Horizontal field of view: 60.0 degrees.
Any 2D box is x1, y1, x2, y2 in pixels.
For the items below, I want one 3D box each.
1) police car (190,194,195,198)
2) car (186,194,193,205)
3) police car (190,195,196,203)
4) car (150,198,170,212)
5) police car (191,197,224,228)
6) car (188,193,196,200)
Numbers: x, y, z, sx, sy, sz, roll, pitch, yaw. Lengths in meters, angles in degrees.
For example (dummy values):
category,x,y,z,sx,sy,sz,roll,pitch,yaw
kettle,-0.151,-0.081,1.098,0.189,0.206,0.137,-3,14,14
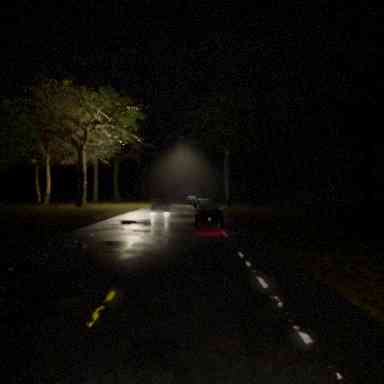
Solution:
category,x,y,z,sx,sy,sz,roll,pitch,yaw
police car,1.045,1.398,38.347,1.930,1.638,5.238,0,0,0
car,-0.008,1.374,56.325,2.128,1.511,4.902,0,0,0
police car,1.046,1.406,32.348,1.930,1.638,5.238,0,0,0
car,-3.598,1.479,38.100,1.837,1.490,4.892,0,0,0
police car,1.047,1.412,22.348,1.930,1.638,5.238,0,0,0
car,-0.012,1.084,79.883,2.033,1.411,5.357,0,1,0
